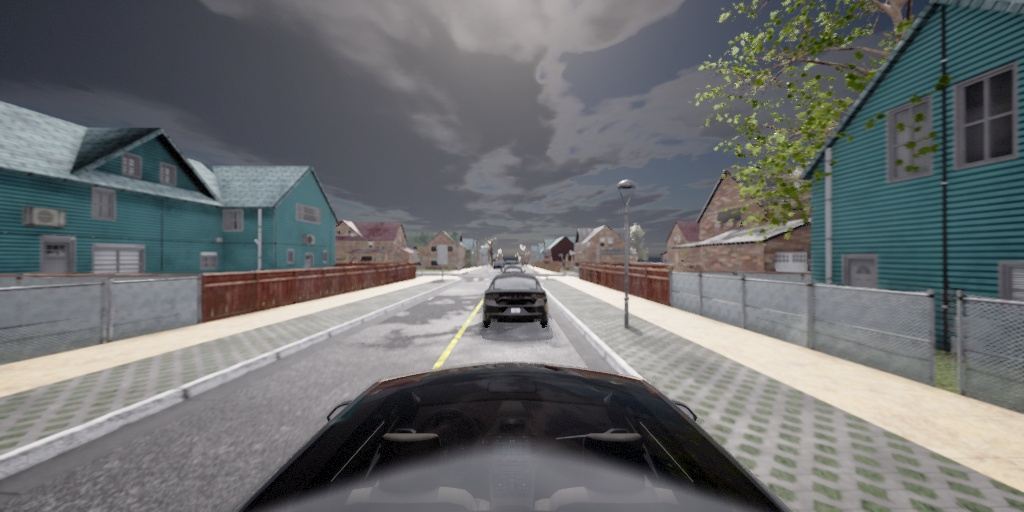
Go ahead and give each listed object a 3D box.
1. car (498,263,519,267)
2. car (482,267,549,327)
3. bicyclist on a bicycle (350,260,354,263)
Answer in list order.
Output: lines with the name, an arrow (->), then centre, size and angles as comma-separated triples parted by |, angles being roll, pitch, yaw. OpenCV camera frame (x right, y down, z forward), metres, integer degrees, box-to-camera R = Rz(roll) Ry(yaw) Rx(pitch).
car -> 0.095, 1.473, 26.733 | 1.812, 1.442, 4.674 | 0, -1, 0
car -> 0.098, 1.307, 11.973 | 1.882, 1.535, 5.008 | 0, 0, 0
bicyclist on a bicycle -> -20.162, 1.298, 45.138 | 0.582, 1.620, 1.656 | 0, 0, 0
